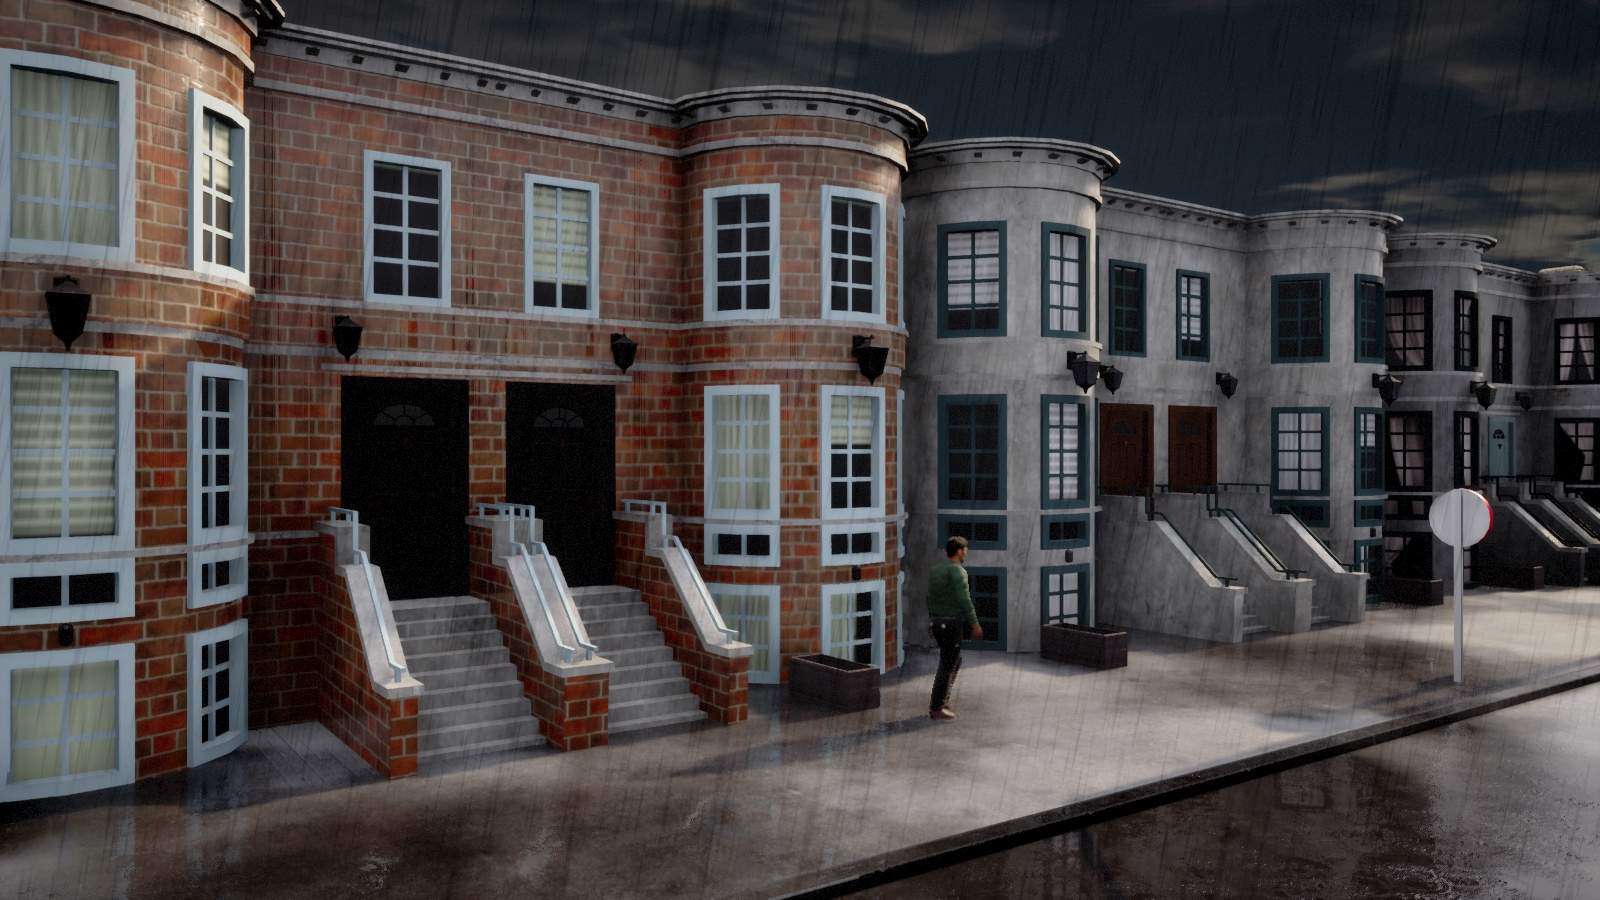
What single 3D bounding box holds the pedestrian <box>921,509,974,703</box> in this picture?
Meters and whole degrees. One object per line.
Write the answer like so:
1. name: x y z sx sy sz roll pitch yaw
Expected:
1. pedestrian: 1.460 1.524 11.349 0.375 1.860 0.375 0 0 -27
